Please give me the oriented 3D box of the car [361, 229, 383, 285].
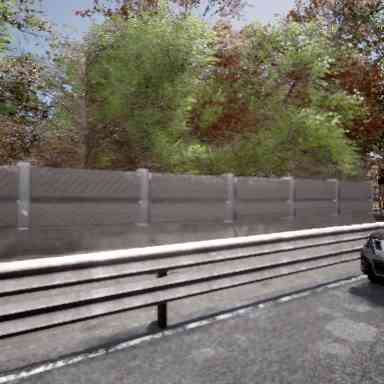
[{"bbox_3d":[6.518,1.213,8.317,5.566,2.045,2.150,0,0,-35],"label":"car"}]
